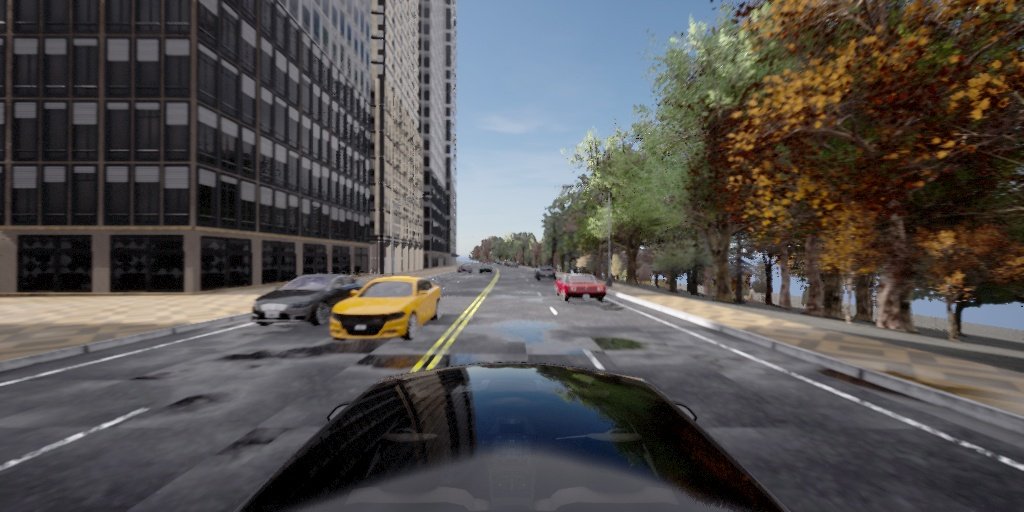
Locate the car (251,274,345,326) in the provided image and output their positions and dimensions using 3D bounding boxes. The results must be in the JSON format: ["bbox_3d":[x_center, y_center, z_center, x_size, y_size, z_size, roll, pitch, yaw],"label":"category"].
[{"bbox_3d":[-6.601,1.373,12.319,2.128,1.511,4.902,0,-1,0],"label":"car"}]

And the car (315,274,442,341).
[{"bbox_3d":[-3.351,1.336,10.441,1.882,1.535,5.008,0,-1,0],"label":"car"}]

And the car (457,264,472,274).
[{"bbox_3d":[-7.082,1.943,54.081,1.994,1.385,4.181,0,-1,-1],"label":"car"}]

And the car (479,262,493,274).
[{"bbox_3d":[-3.764,1.954,51.814,1.895,1.301,4.718,0,-1,-1],"label":"car"}]

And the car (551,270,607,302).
[{"bbox_3d":[3.349,1.556,18.384,1.895,1.301,4.718,0,-1,0],"label":"car"}]

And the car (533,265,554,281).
[{"bbox_3d":[3.249,1.655,35.837,2.128,1.511,4.902,0,-1,-1],"label":"car"}]
